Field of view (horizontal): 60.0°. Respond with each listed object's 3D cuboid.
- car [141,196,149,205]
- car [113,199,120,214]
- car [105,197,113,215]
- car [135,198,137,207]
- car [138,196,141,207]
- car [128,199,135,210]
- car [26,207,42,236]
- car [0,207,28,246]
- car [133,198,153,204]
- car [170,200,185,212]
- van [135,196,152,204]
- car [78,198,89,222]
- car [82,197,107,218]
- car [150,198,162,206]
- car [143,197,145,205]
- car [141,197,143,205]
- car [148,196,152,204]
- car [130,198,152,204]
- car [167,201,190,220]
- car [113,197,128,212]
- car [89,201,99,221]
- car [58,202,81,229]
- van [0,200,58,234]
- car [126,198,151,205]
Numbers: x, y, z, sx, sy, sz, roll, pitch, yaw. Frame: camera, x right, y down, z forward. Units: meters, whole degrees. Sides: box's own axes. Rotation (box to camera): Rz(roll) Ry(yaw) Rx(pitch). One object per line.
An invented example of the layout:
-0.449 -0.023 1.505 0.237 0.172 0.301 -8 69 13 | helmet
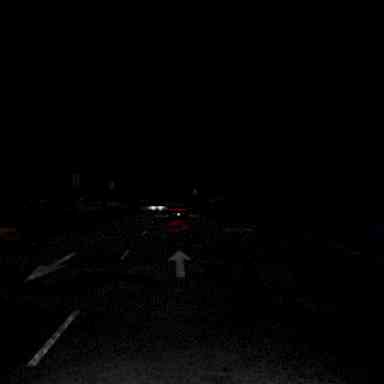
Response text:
-12.635 2.250 73.277 4.892 1.521 2.231 -1 -1 -23 | car
-11.001 1.878 37.311 4.792 1.488 2.163 -1 -1 -23 | car
-10.865 1.694 34.302 4.553 1.767 2.185 -1 0 -22 | car
-11.538 1.718 49.318 5.566 2.045 2.435 -1 -1 -23 | car
-11.973 1.943 58.282 4.553 1.767 2.185 -1 -1 -23 | car
-11.245 1.932 46.368 5.366 1.575 1.946 -1 -1 -22 | car
-10.093 1.705 16.294 4.674 1.452 2.002 -1 -1 -23 | car
-9.775 1.633 13.364 5.366 1.575 1.946 -1 -1 -23 | car
-13.539 2.430 91.273 5.008 1.535 2.097 -1 0 -23 | car
-2.117 1.975 47.927 2.033 1.411 5.357 0 -1 -3 | car
-13.808 2.203 94.211 4.442 1.987 1.878 -1 0 -23 | van
-10.533 1.616 25.290 4.553 1.767 2.185 -1 -1 -23 | car
-10.734 1.667 31.304 4.553 1.767 2.185 -1 0 -23 | car
-7.087 2.263 68.358 1.895 1.301 4.718 0 -1 -3 | car
-12.212 2.179 64.286 4.674 1.452 2.002 -1 -1 -23 | car
-12.047 2.132 61.300 4.792 1.488 2.163 -1 -1 -23 | car
-12.600 2.280 76.347 5.366 1.575 1.946 -1 -1 -23 | car
-13.538 2.424 88.201 5.366 1.575 1.946 -1 0 -23 | car
-1.301 1.773 31.783 1.837 1.490 4.892 0 -1 -3 | car
-11.135 1.626 40.311 5.566 2.045 2.435 -1 -1 -22 | car
-10.633 1.807 28.295 4.674 1.452 2.002 -1 -1 -23 | car
-10.356 1.715 22.291 5.008 1.535 2.097 -1 0 -23 | car
-10.337 1.466 19.245 4.442 1.987 1.878 -1 0 -23 | van
-12.746 2.317 79.344 5.366 1.575 1.946 -1 -1 -23 | car
